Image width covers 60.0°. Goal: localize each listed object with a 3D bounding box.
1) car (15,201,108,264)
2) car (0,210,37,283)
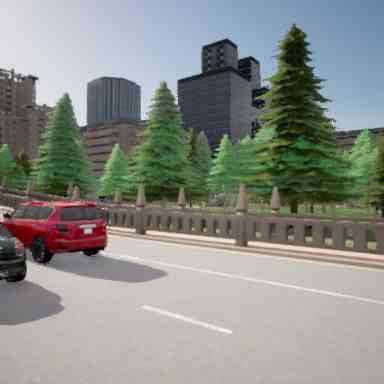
[{"bbox_3d":[-5.551,1.356,12.654,5.566,2.045,2.150,1,-1,38],"label":"car"},{"bbox_3d":[-6.359,1.426,8.844,4.553,1.767,2.097,0,-1,38],"label":"car"}]
